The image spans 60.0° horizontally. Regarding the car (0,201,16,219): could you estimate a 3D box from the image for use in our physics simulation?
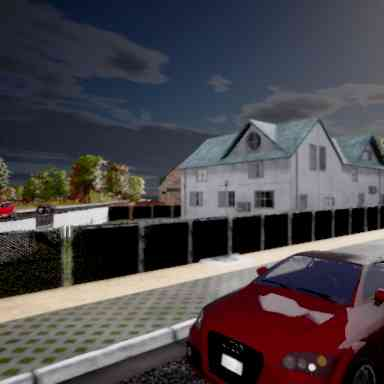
[{"bbox_3d":[-22.037,2.094,37.548,2.150,2.045,5.566,0,-1,-4],"label":"car"}]

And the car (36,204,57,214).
[{"bbox_3d":[-23.048,2.601,52.834,2.128,1.511,4.902,0,-1,-4],"label":"car"}]

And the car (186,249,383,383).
[{"bbox_3d":[1.944,1.578,4.692,4.181,1.385,1.994,0,-1,-39],"label":"car"}]
